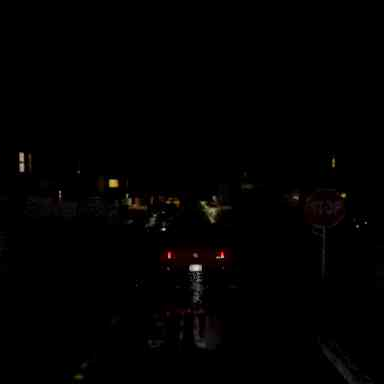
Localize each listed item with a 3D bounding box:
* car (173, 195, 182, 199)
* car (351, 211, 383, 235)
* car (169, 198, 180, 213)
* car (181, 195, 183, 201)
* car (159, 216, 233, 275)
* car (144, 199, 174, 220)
[{"bbox_3d":[-2.831,1.659,49.679,1.882,1.535,5.008,0,0,0],"label":"car"},{"bbox_3d":[11.796,1.518,18.262,5.357,1.411,2.033,0,3,2],"label":"car"},{"bbox_3d":[-2.834,1.687,38.634,1.994,1.385,4.181,0,0,1],"label":"car"},{"bbox_3d":[-2.740,1.279,65.024,2.097,1.767,4.553,0,0,0],"label":"car"},{"bbox_3d":[0.093,1.648,10.498,1.895,1.301,4.718,-1,-1,0],"label":"car"},{"bbox_3d":[-2.889,1.605,28.672,1.812,1.442,4.674,0,0,2],"label":"car"}]
